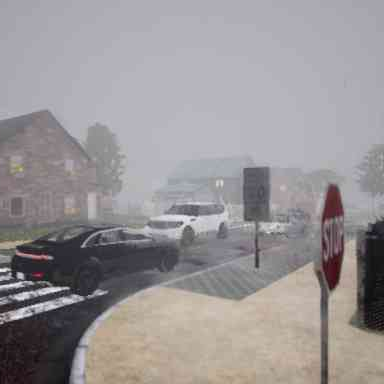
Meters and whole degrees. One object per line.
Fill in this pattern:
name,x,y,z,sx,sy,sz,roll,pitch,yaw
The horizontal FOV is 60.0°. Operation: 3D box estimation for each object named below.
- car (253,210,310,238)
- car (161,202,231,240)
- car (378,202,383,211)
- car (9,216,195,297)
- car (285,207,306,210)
car,5.539,2.000,20.337,1.895,1.301,4.718,-1,-2,35
car,-0.018,1.527,17.336,2.150,2.045,5.566,-1,-1,35
car,43.492,3.318,74.983,2.150,2.045,5.566,-1,-2,35
car,-2.267,1.619,9.087,2.128,1.511,4.902,-1,-1,35
car,9.640,2.161,31.232,2.128,1.511,4.902,-1,-2,35
